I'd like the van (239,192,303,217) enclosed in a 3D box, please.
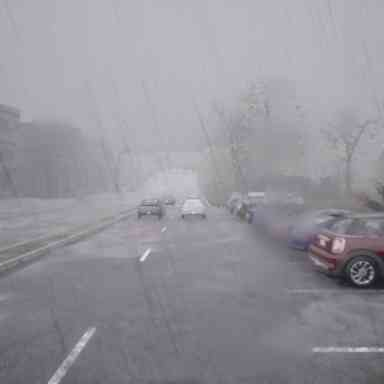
[{"bbox_3d":[5.666,1.104,22.418,4.442,1.987,1.878,0,1,0],"label":"van"}]

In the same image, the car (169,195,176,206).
[{"bbox_3d":[-3.131,1.025,43.005,1.994,1.385,4.181,0,1,0],"label":"car"}]

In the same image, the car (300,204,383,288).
[{"bbox_3d":[5.512,1.326,8.641,4.553,1.767,2.185,0,0,0],"label":"car"}]

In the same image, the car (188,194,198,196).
[{"bbox_3d":[0.121,0.989,42.922,1.812,1.442,4.674,0,1,0],"label":"car"}]

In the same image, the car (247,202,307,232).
[{"bbox_3d":[5.517,1.419,16.916,4.792,1.488,2.163,0,1,0],"label":"car"}]

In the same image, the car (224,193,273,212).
[{"bbox_3d":[5.584,1.037,33.440,4.553,1.767,2.185,0,1,0],"label":"car"}]

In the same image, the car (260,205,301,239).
[{"bbox_3d":[5.548,1.452,14.157,4.674,1.452,2.002,0,0,0],"label":"car"}]

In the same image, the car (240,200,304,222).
[{"bbox_3d":[5.577,1.389,19.668,4.792,1.488,2.163,0,1,0],"label":"car"}]

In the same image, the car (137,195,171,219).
[{"bbox_3d":[-3.140,1.287,26.549,2.128,1.511,4.902,0,1,0],"label":"car"}]

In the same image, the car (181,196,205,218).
[{"bbox_3d":[0.111,1.307,27.606,1.812,1.442,4.674,0,1,0],"label":"car"}]

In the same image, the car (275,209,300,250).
[{"bbox_3d":[5.541,1.472,11.404,4.674,1.452,2.002,0,0,0],"label":"car"}]

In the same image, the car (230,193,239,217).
[{"bbox_3d":[5.519,1.169,25.303,4.553,1.767,2.185,0,1,0],"label":"car"}]

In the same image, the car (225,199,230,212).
[{"bbox_3d":[5.546,1.257,27.932,4.892,1.521,2.231,0,1,0],"label":"car"}]
